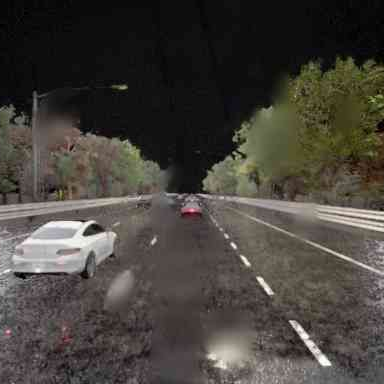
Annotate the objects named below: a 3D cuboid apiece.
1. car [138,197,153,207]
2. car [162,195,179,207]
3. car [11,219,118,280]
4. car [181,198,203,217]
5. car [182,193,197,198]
[{"bbox_3d":[-7.001,1.525,50.426,1.837,1.490,4.892,0,0,0],"label":"car"},{"bbox_3d":[-3.500,1.583,50.361,1.994,1.385,4.181,0,0,0],"label":"car"},{"bbox_3d":[-3.501,1.529,9.877,1.812,1.442,4.674,0,0,0],"label":"car"},{"bbox_3d":[0.001,1.574,31.400,1.994,1.385,4.181,0,0,0],"label":"car"},{"bbox_3d":[0.000,1.370,50.232,2.097,1.767,4.553,0,0,0],"label":"car"}]
